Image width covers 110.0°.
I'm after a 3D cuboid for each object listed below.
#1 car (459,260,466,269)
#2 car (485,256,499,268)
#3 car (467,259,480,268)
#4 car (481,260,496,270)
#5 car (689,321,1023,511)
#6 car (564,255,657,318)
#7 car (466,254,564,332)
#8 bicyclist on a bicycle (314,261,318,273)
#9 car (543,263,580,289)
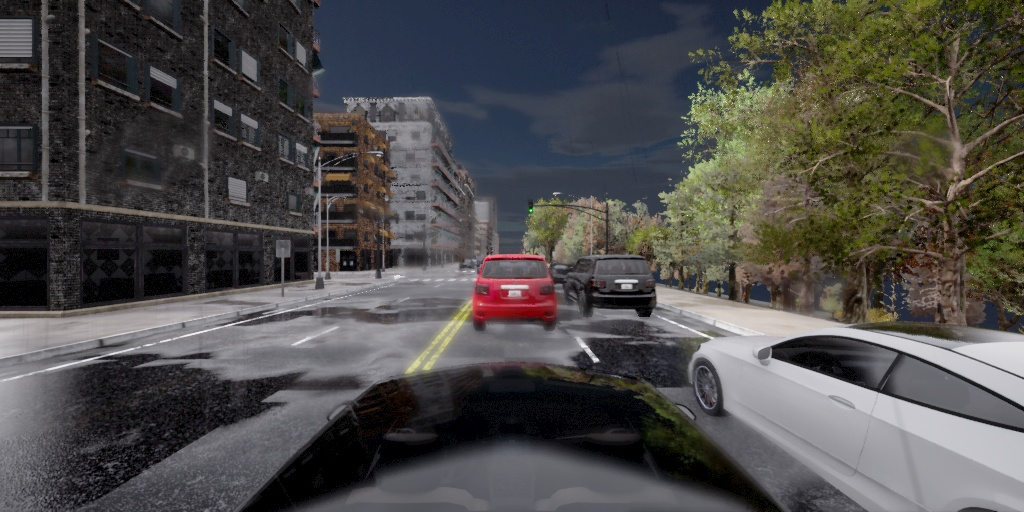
[{"bbox_3d":[-6.778,1.275,54.722,1.837,1.490,4.892,0,0,2],"label":"car"},{"bbox_3d":[-3.564,0.999,64.249,2.150,2.045,5.566,0,0,0],"label":"car"},{"bbox_3d":[-6.814,1.303,63.969,1.812,1.442,4.674,0,0,0],"label":"car"},{"bbox_3d":[-3.560,1.334,55.134,1.994,1.385,4.181,0,0,0],"label":"car"},{"bbox_3d":[3.343,1.276,2.973,1.812,1.442,4.674,0,0,0],"label":"car"},{"bbox_3d":[3.304,0.973,13.052,2.150,2.045,5.566,0,0,0],"label":"car"},{"bbox_3d":[0.062,0.972,11.056,2.150,2.045,5.566,0,0,0],"label":"car"},{"bbox_3d":[-25.056,1.341,45.388,0.582,1.620,1.656,-1,0,-1],"label":"bicyclist on a bicycle"},{"bbox_3d":[3.260,1.261,24.608,1.837,1.490,4.892,0,1,-1],"label":"car"}]
